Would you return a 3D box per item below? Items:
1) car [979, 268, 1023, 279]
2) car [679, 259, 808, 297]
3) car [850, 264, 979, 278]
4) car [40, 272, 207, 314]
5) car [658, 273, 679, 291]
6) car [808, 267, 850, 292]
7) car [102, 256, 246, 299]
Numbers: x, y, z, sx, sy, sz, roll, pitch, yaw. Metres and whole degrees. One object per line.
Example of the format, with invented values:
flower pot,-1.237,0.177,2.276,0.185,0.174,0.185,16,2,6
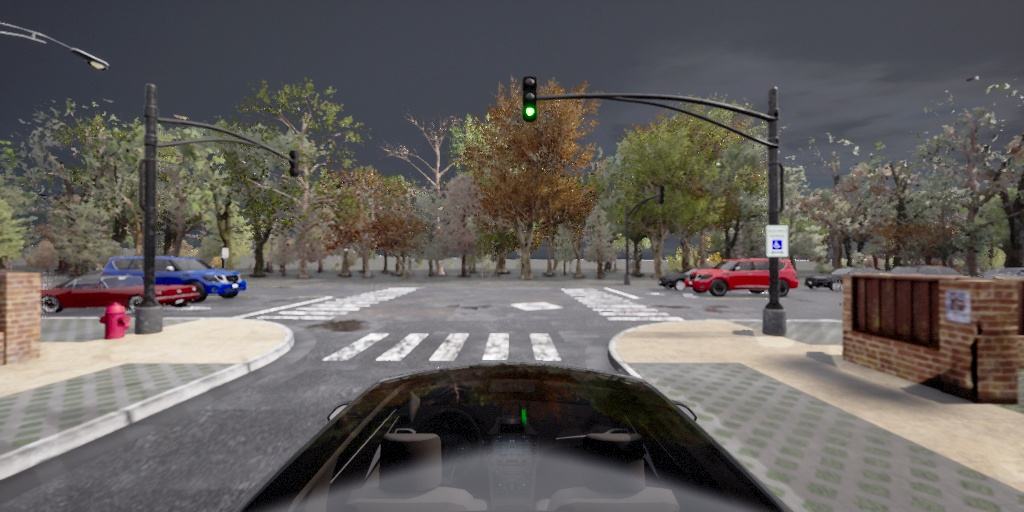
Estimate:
car,32.514,1.529,23.313,4.902,1.511,2.128,0,-1,0
car,12.747,1.167,20.056,5.566,2.045,2.150,0,-1,0
car,22.336,1.330,20.064,4.553,1.767,2.097,0,-1,0
car,-14.633,1.384,13.319,4.718,1.301,1.895,0,-1,-3
car,12.119,1.450,23.305,5.008,1.535,1.882,0,-1,0
car,21.881,1.483,23.313,5.008,1.535,1.882,0,-1,0
car,-15.558,1.031,16.573,5.566,2.045,2.150,0,-1,0
